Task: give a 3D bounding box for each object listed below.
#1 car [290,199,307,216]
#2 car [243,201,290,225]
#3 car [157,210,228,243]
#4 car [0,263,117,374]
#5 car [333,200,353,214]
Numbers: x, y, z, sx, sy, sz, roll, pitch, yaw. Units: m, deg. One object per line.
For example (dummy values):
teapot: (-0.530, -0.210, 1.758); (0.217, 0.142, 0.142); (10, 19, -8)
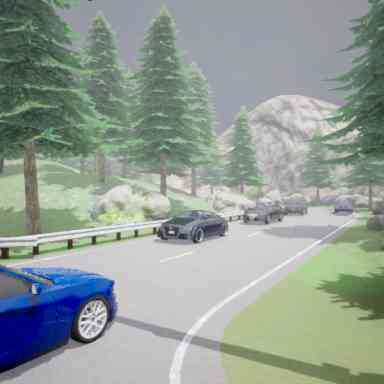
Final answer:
car: (10.498, 1.527, 33.495); (1.837, 1.490, 4.892); (0, 0, 25)
car: (5.361, 1.509, 24.663); (2.128, 1.511, 4.902); (0, 0, 32)
car: (0.143, 1.575, 16.196); (1.994, 1.385, 4.181); (0, 0, 32)
car: (-3.098, 1.524, 4.072); (1.882, 1.535, 5.008); (0, -1, 32)
car: (16.424, 1.609, 36.165); (2.033, 1.411, 5.357); (0, 0, 24)
